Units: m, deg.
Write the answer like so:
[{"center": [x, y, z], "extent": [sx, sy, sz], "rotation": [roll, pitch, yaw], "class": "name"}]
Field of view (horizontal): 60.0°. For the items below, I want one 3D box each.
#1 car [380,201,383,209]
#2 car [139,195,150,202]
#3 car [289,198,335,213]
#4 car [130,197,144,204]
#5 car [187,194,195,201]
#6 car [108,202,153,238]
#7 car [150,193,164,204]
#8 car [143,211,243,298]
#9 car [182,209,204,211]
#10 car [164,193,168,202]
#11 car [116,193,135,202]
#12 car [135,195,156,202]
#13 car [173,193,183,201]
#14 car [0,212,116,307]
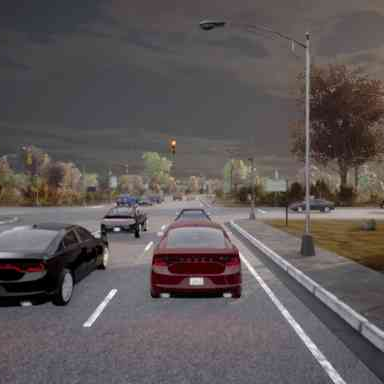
[{"center": [23.760, 1.206, 36.402], "extent": [5.566, 2.045, 2.150], "rotation": [0, 0, 2], "class": "car"}, {"center": [-10.724, 1.490, 75.031], "extent": [1.837, 1.490, 4.892], "rotation": [0, 0, 0], "class": "car"}, {"center": [13.272, 1.500, 36.935], "extent": [4.892, 1.490, 1.837], "rotation": [0, 0, 3], "class": "car"}, {"center": [-10.730, 1.592, 64.642], "extent": [1.895, 1.301, 4.718], "rotation": [0, 0, 0], "class": "car"}, {"center": [-0.252, 1.336, 85.735], "extent": [2.097, 1.767, 4.553], "rotation": [0, 0, 0], "class": "car"}, {"center": [-3.443, 1.489, 17.552], "extent": [2.128, 1.511, 4.902], "rotation": [0, 0, -1], "class": "car"}, {"center": [-7.236, 1.214, 64.156], "extent": [2.150, 2.045, 5.566], "rotation": [0, 0, 0], "class": "car"}, {"center": [0.077, 1.476, 8.542], "extent": [1.882, 1.535, 5.008], "rotation": [0, 0, 0], "class": "car"}, {"center": [0.051, 1.561, 17.531], "extent": [1.994, 1.385, 4.181], "rotation": [0, 0, 0], "class": "car"}, {"center": [-7.222, 1.345, 74.264], "extent": [2.097, 1.767, 4.553], "rotation": [0, 0, 0], "class": "car"}, {"center": [-10.737, 1.217, 53.922], "extent": [2.150, 2.045, 5.566], "rotation": [0, 0, 1], "class": "car"}, {"center": [-7.244, 1.557, 52.143], "extent": [1.994, 1.385, 4.181], "rotation": [0, 0, 0], "class": "car"}, {"center": [-3.751, 1.206, 85.368], "extent": [2.150, 2.045, 5.566], "rotation": [0, 0, 0], "class": "car"}, {"center": [-3.421, 1.476, 8.065], "extent": [1.882, 1.535, 5.008], "rotation": [0, 0, 0], "class": "car"}]
